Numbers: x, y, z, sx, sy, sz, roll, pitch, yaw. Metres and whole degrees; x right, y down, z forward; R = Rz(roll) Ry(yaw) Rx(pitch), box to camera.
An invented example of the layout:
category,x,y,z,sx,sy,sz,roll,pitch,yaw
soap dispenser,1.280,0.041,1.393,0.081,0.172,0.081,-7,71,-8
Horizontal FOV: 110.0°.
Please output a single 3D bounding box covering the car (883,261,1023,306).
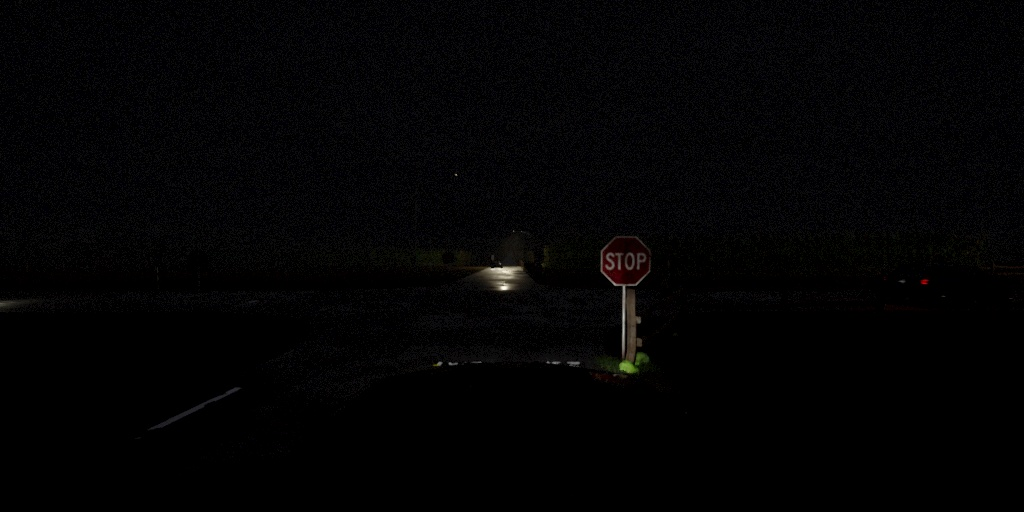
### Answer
category,x,y,z,sx,sy,sz,roll,pitch,yaw
car,18.846,1.113,15.390,4.553,1.767,2.097,0,2,0
